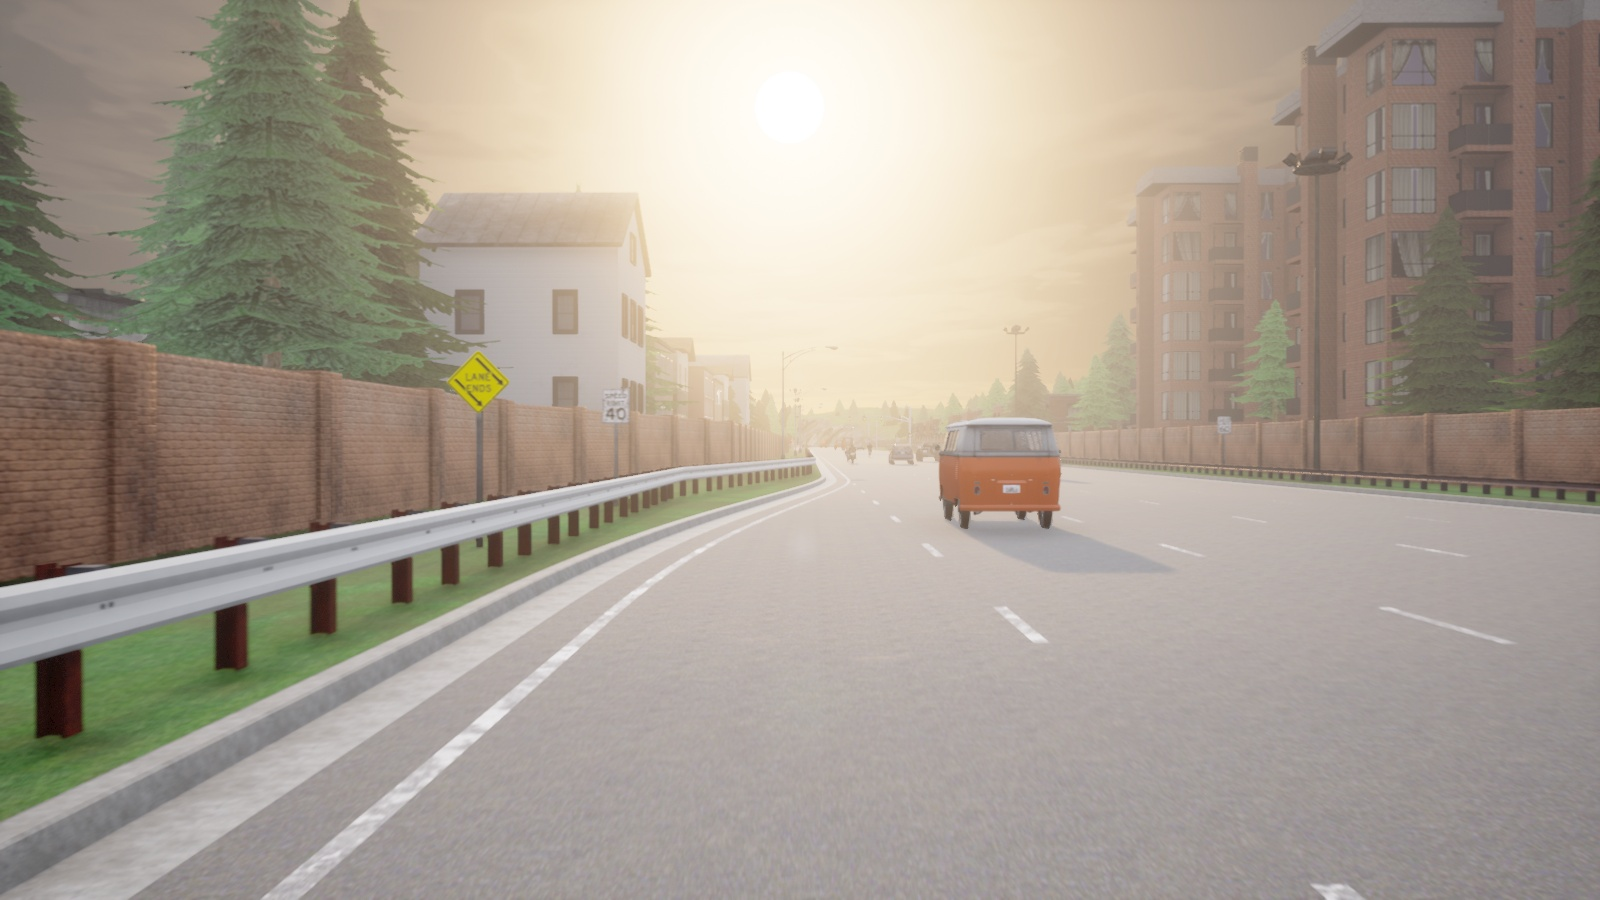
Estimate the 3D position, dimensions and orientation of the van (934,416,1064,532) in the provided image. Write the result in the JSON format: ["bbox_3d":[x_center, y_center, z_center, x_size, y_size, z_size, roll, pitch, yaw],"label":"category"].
[{"bbox_3d":[3.651,0.402,23.729,1.775,1.987,4.442,0,0,0],"label":"van"}]

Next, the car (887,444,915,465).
[{"bbox_3d":[7.552,0.333,94.170,1.789,1.549,3.705,0,0,0],"label":"car"}]
